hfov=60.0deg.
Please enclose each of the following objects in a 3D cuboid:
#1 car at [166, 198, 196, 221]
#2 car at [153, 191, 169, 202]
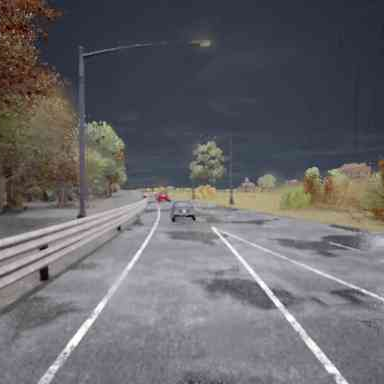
[{"bbox_3d":[-0.781,1.449,26.622,2.033,1.411,5.357,0,0,-5],"label":"car"},{"bbox_3d":[-5.875,0.867,66.083,2.150,2.045,5.566,0,0,-11],"label":"car"}]
